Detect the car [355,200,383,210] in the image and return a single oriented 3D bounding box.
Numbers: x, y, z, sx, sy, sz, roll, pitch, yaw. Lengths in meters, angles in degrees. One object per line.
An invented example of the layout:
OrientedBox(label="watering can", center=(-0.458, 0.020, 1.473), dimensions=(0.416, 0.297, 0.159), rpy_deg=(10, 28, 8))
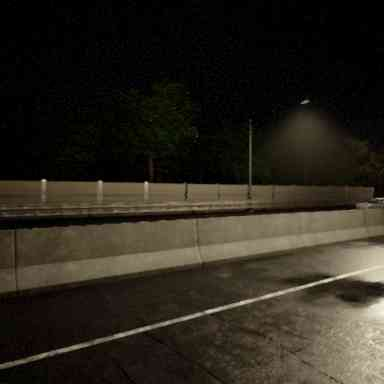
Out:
OrientedBox(label="car", center=(22.389, 1.647, 41.448), dimensions=(4.718, 1.301, 1.895), rpy_deg=(0, 0, -35))
